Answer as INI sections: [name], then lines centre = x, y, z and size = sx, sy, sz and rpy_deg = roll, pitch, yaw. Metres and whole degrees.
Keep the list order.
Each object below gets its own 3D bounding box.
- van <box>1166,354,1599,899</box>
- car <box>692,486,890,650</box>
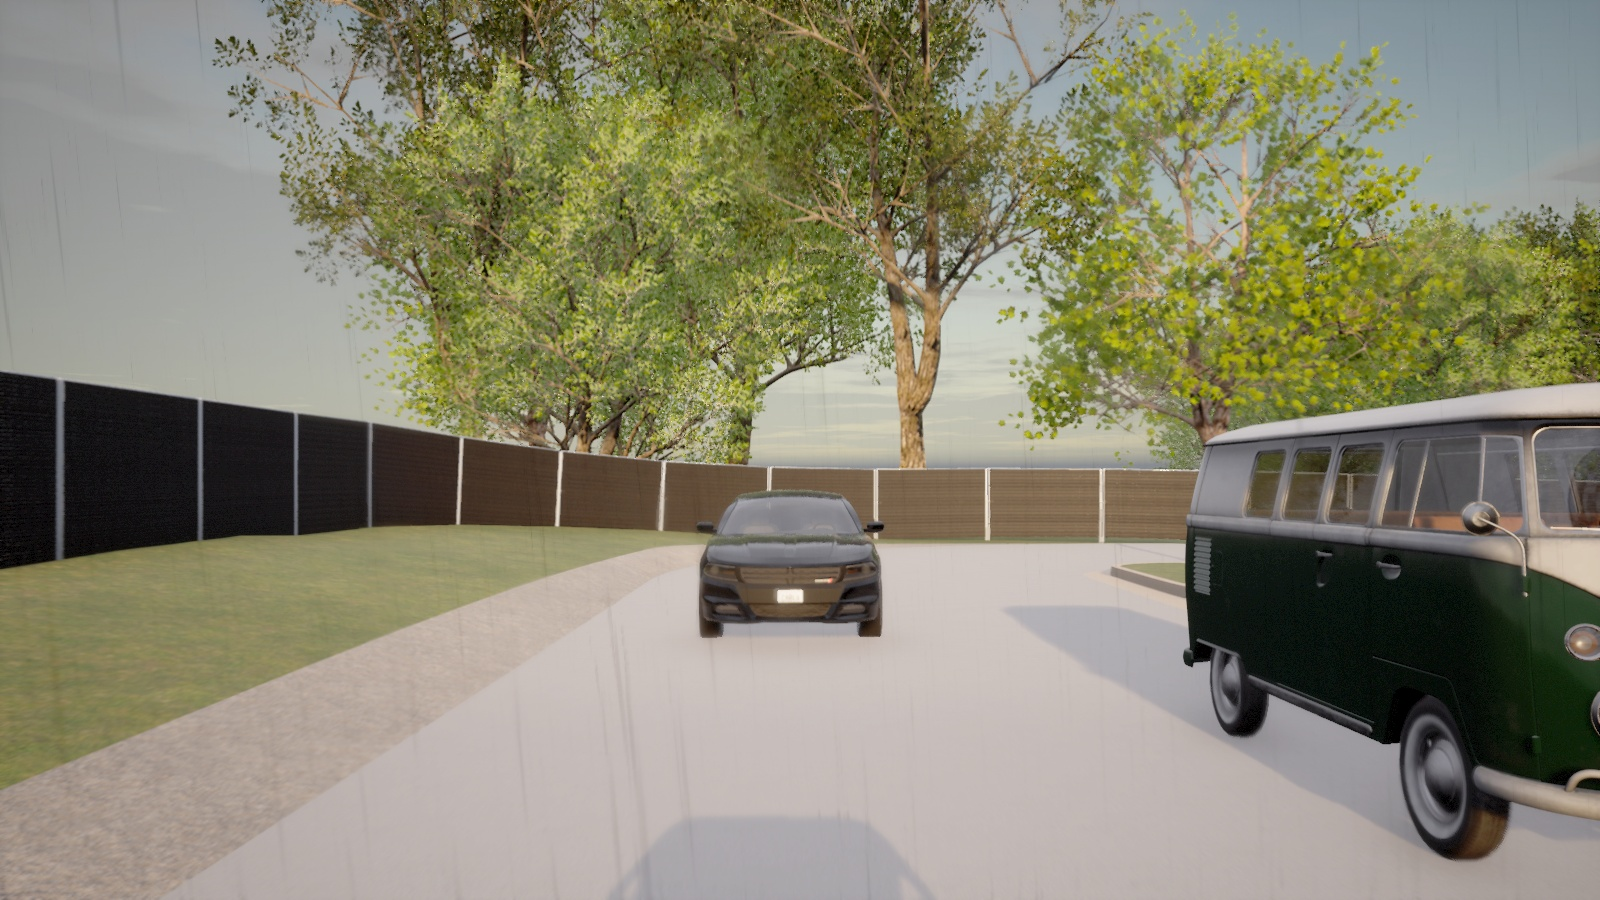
[van]
centre = 3.456, 0.720, 6.527
size = 1.775, 1.987, 4.442
rpy_deg = 0, -2, 0
[car]
centre = -0.101, 1.202, 14.525
size = 1.882, 1.535, 5.008
rpy_deg = -1, -2, 0
